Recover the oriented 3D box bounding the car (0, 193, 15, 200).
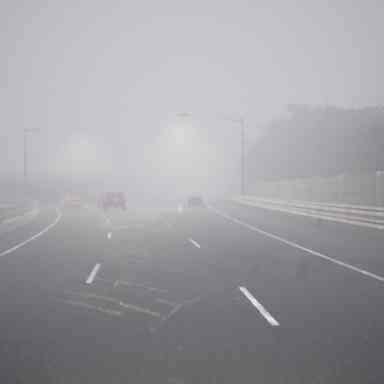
[{"bbox_3d":[-41.509,1.185,73.028,4.892,1.490,1.837,0,1,37],"label":"car"}]

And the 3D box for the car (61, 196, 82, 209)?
[{"bbox_3d":[-14.576,1.204,40.101,1.882,1.535,5.008,-1,1,-27],"label":"car"}]

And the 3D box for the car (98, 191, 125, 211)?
[{"bbox_3d":[-8.736,0.921,36.016,2.150,2.045,5.566,-1,1,-23],"label":"car"}]

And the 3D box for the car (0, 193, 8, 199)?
[{"bbox_3d":[-47.545,1.056,81.736,4.181,1.385,1.994,0,1,31],"label":"car"}]

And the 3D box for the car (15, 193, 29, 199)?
[{"bbox_3d":[-40.077,1.229,76.356,4.718,1.301,1.895,0,1,37],"label":"car"}]

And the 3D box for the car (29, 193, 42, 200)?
[{"bbox_3d":[-37.375,1.093,78.677,4.902,1.511,2.128,0,1,37],"label":"car"}]

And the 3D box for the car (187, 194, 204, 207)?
[{"bbox_3d":[0.411,0.998,41.215,1.882,1.535,5.008,-1,1,-1],"label":"car"}]
